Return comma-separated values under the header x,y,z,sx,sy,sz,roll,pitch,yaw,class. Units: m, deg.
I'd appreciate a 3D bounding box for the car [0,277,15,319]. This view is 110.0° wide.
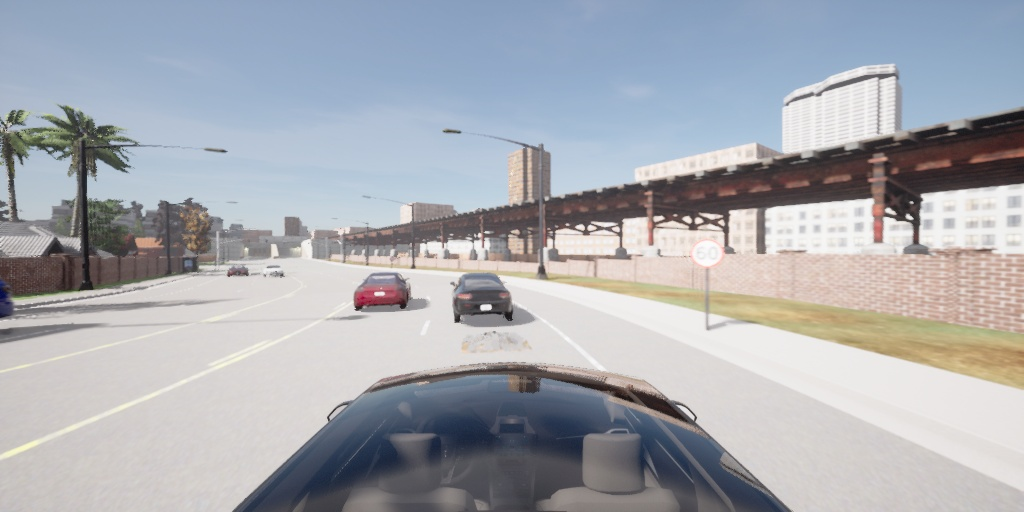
x,y,z,sx,sy,sz,roll,pitch,yaw,class
-14.595,1.108,7.500,2.150,2.045,5.566,0,0,-8,car

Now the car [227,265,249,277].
x,y,z,sx,sy,sz,roll,pitch,yaw,class
-33.433,1.842,43.853,1.994,1.385,4.181,-1,0,-34,car

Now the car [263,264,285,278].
x,y,z,sx,sy,sz,roll,pitch,yaw,class
-27.353,1.697,41.168,1.812,1.442,4.674,-1,0,-34,car

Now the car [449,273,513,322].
x,y,z,sx,sy,sz,roll,pitch,yaw,class
-1.134,1.290,12.357,1.812,1.442,4.674,0,0,-10,car

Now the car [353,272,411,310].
x,y,z,sx,sy,sz,roll,pitch,yaw,class
-5.379,1.375,15.222,1.994,1.385,4.181,-1,0,-14,car
